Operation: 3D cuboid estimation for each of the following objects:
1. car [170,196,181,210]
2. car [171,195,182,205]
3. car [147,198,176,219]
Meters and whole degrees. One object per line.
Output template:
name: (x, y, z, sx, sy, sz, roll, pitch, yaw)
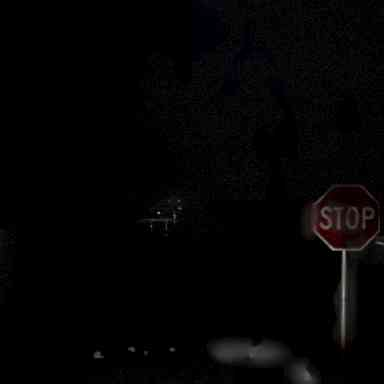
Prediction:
car: (-2.731, 1.551, 40.693, 1.895, 1.301, 4.718, 0, 0, 0)
car: (-2.695, 1.274, 52.511, 2.097, 1.767, 4.553, 0, 0, 0)
car: (-2.739, 1.535, 29.152, 1.994, 1.385, 4.181, 0, 0, -1)
